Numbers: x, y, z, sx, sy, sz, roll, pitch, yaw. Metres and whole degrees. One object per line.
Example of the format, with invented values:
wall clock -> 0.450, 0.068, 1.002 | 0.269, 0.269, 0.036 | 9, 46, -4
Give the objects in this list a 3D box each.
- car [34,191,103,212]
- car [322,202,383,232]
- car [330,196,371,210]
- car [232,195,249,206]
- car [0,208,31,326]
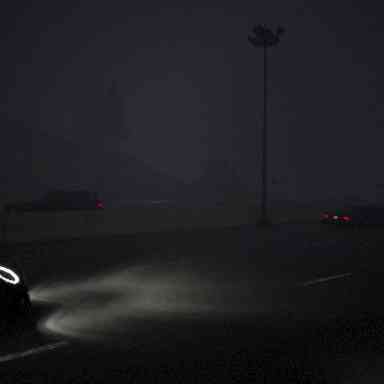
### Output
car -> -8.064, 0.928, 19.620 | 5.566, 2.045, 2.150 | 0, 1, -34
car -> 9.821, 1.395, 18.733 | 5.357, 1.411, 2.033 | 0, 1, -27
car -> 18.300, 1.244, 38.402 | 4.181, 1.385, 1.994 | 0, 1, -24
car -> 5.667, 1.047, 40.030 | 5.008, 1.535, 1.882 | 0, 1, -27
car -> -4.796, 1.258, 4.626 | 4.553, 1.767, 2.097 | 0, 1, -36
